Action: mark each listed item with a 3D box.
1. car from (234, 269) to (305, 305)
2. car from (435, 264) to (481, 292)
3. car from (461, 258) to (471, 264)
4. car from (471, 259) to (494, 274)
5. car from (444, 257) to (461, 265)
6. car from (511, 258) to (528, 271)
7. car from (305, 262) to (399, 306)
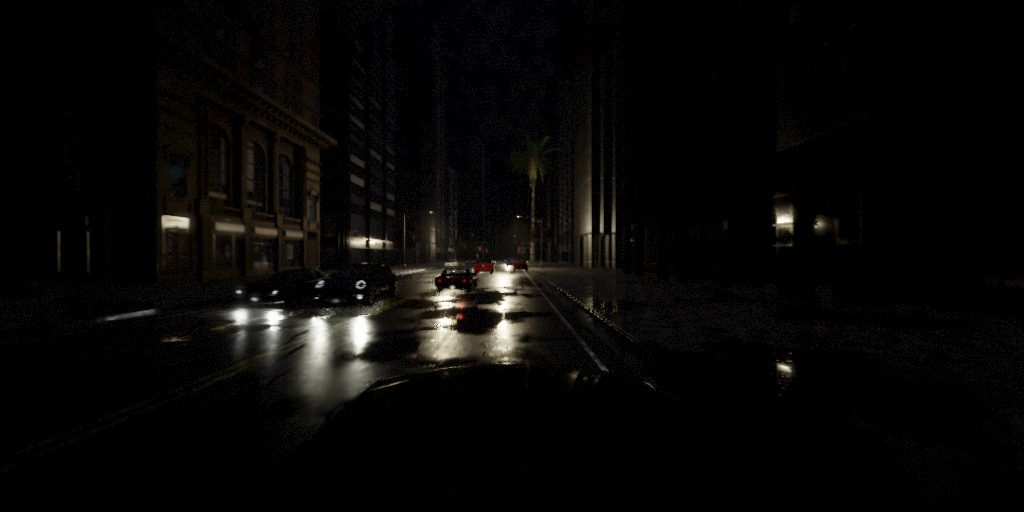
[{"bbox_3d":[-9.851,1.295,16.399,2.033,1.411,5.357,0,0,0],"label":"car"},{"bbox_3d":[-3.153,1.348,21.196,1.895,1.301,4.718,0,0,0],"label":"car"},{"bbox_3d":[-6.544,1.321,57.781,1.994,1.385,4.181,0,0,1],"label":"car"},{"bbox_3d":[-3.153,1.100,41.438,2.097,1.767,4.553,0,0,0],"label":"car"},{"bbox_3d":[-9.789,1.284,58.008,1.812,1.442,4.674,0,0,1],"label":"car"},{"bbox_3d":[1.135,1.229,47.891,1.882,1.535,5.008,0,0,0],"label":"car"},{"bbox_3d":[-6.600,1.100,15.678,2.097,1.767,4.553,0,0,0],"label":"car"}]
